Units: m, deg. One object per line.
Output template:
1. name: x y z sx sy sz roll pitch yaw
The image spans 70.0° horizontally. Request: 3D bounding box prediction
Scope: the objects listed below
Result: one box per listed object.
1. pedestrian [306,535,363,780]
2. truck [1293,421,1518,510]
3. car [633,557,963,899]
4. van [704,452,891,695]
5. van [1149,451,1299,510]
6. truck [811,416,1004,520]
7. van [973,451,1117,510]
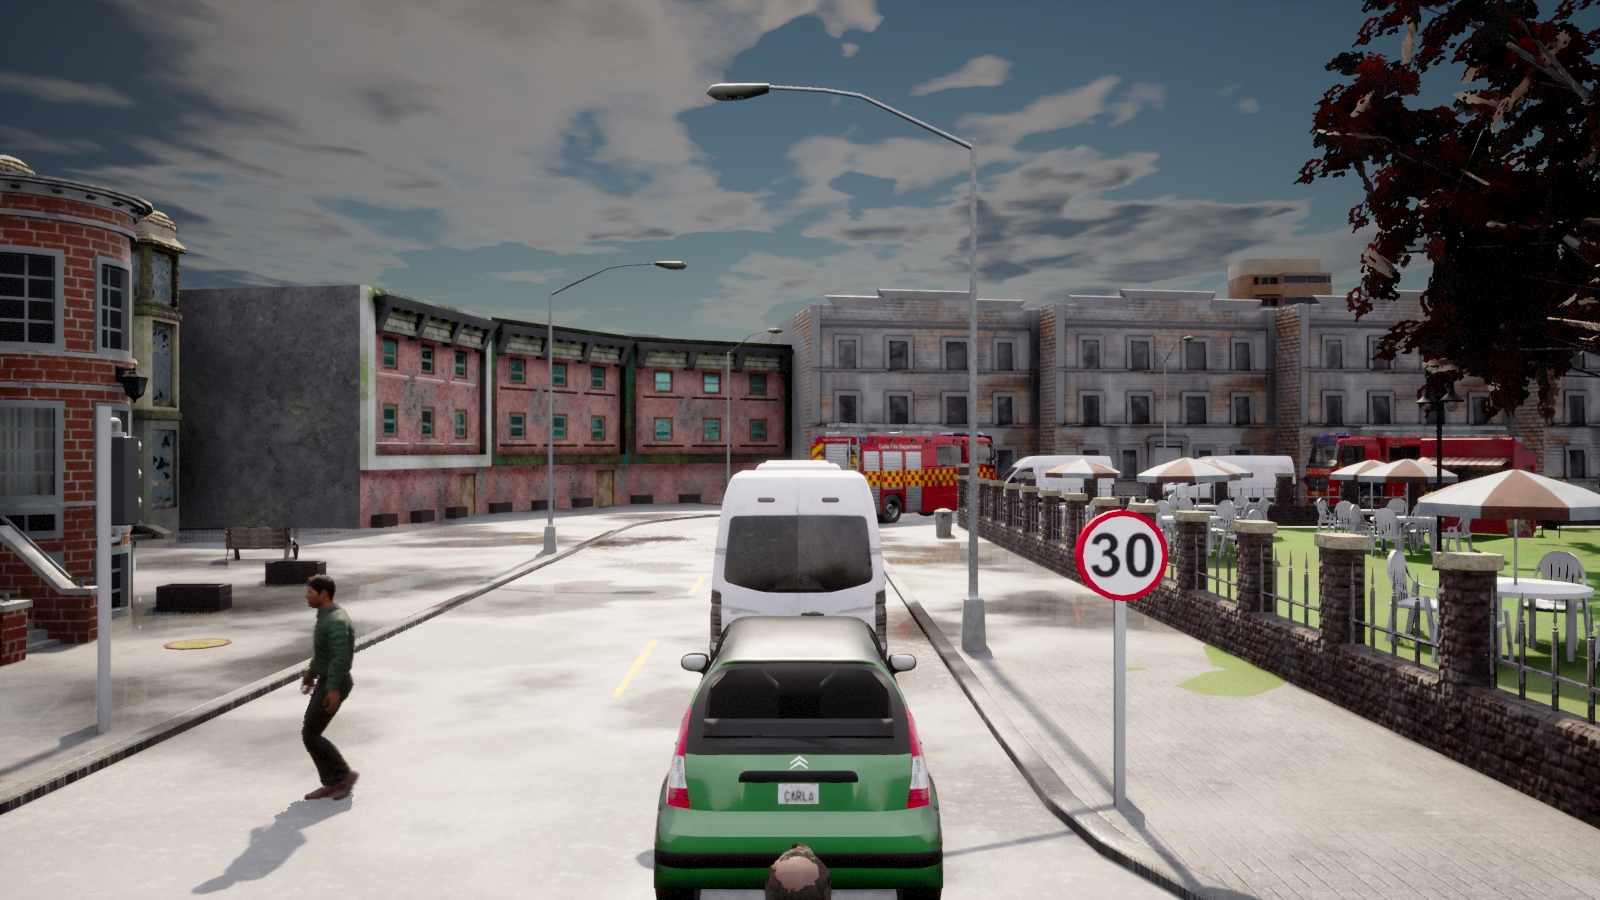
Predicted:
1. pedestrian: -3.718 1.629 9.123 0.375 1.860 0.375 0 0 -31
2. truck: 26.739 0.670 50.713 8.468 3.827 2.891 0 0 0
3. car: -0.015 1.779 8.404 1.851 1.617 3.988 0 0 0
4. van: -0.025 1.315 15.105 1.988 2.561 5.915 0 0 0
5. van: 18.656 1.314 50.452 5.915 2.561 1.988 0 0 0
6. truck: 4.502 0.672 46.247 8.468 3.827 2.891 0 0 -43
7. van: 10.768 1.314 50.430 5.915 2.561 1.988 0 0 0
